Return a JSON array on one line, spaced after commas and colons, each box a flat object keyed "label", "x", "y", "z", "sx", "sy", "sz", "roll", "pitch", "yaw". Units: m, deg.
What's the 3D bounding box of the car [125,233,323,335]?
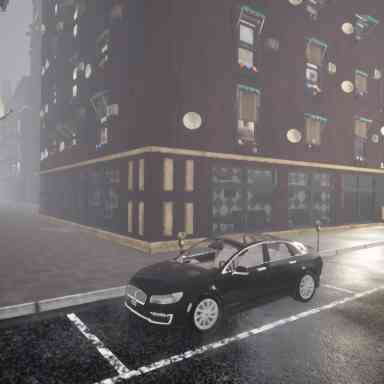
[{"label": "car", "x": 0.840, "y": 1.552, "z": 6.650, "sx": 4.403, "sy": 1.369, "sz": 2.008, "roll": 0, "pitch": 1, "yaw": -36}]
